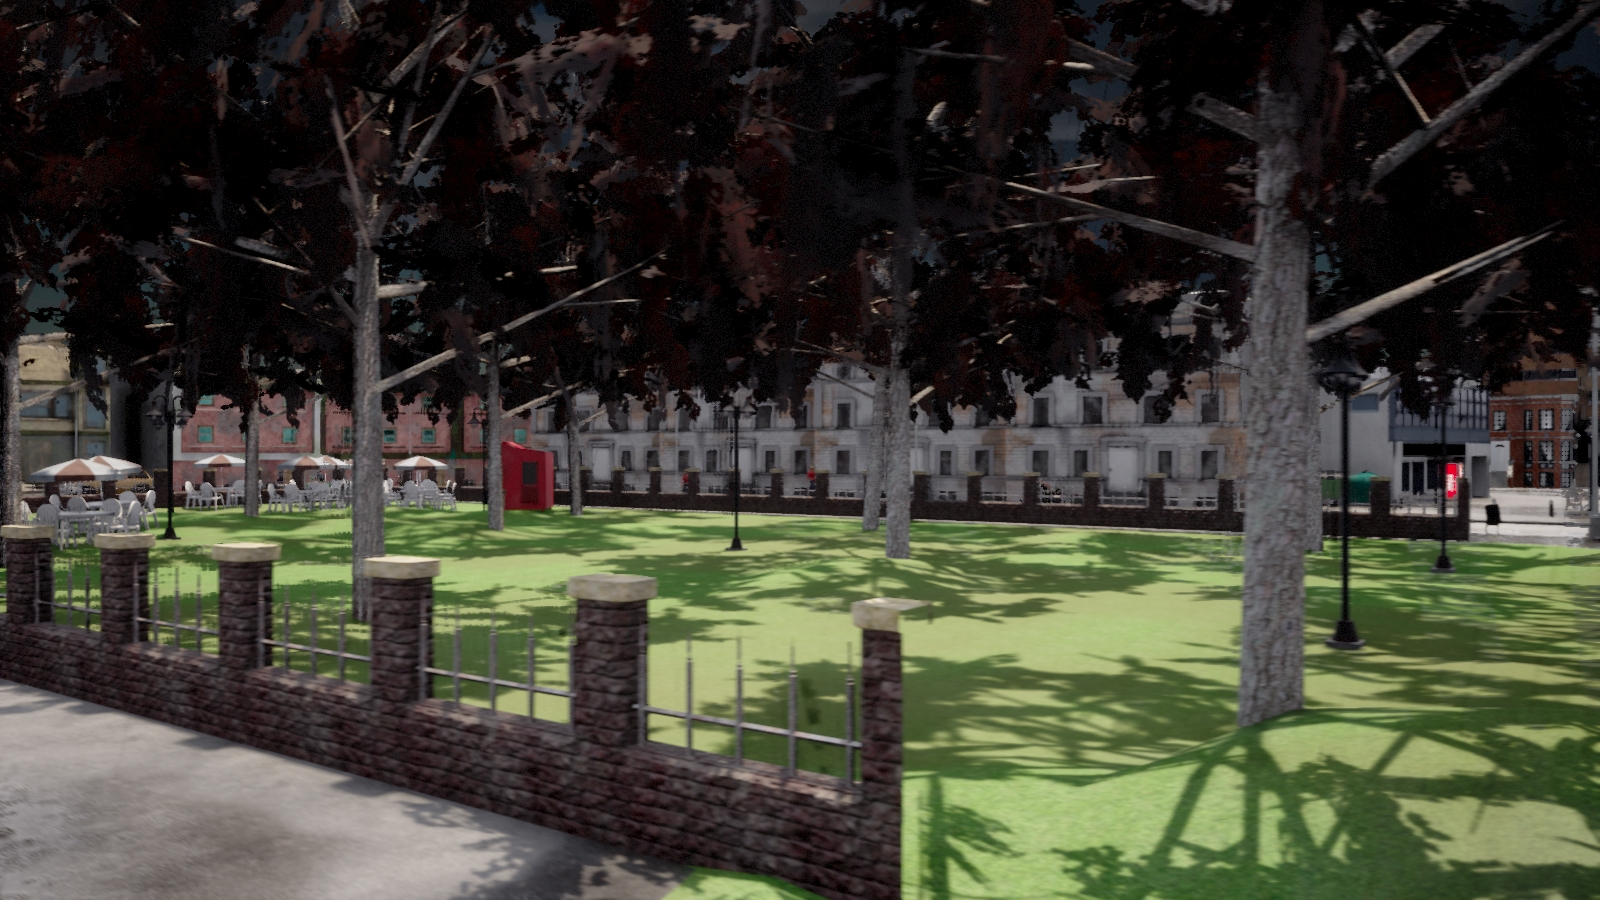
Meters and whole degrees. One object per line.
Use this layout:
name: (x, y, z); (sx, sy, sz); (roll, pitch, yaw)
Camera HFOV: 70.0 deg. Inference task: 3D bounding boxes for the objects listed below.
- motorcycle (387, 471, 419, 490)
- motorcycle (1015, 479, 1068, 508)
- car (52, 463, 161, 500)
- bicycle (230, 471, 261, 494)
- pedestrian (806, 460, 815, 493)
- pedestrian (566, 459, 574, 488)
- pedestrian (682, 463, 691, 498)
motorcycle: (-25.545, 1.961, 73.545); (1.805, 1.236, 0.856); (0, 1, -10)
motorcycle: (10.998, 1.984, 52.014); (2.209, 1.251, 0.867); (0, 0, 35)
car: (-37.325, 1.641, 61.586); (1.932, 1.855, 4.605); (0, 0, 37)
bicycle: (-32.970, 1.934, 67.958); (0.373, 1.296, 1.643); (0, 1, 37)
pedestrian: (0.603, 1.523, 64.699); (0.375, 1.860, 0.375); (0, 0, 32)
pedestrian: (-14.878, 1.522, 74.032); (0.375, 1.860, 0.375); (0, 0, 14)
pedestrian: (-6.039, 1.627, 60.889); (0.375, 1.860, 0.375); (0, 0, 16)
